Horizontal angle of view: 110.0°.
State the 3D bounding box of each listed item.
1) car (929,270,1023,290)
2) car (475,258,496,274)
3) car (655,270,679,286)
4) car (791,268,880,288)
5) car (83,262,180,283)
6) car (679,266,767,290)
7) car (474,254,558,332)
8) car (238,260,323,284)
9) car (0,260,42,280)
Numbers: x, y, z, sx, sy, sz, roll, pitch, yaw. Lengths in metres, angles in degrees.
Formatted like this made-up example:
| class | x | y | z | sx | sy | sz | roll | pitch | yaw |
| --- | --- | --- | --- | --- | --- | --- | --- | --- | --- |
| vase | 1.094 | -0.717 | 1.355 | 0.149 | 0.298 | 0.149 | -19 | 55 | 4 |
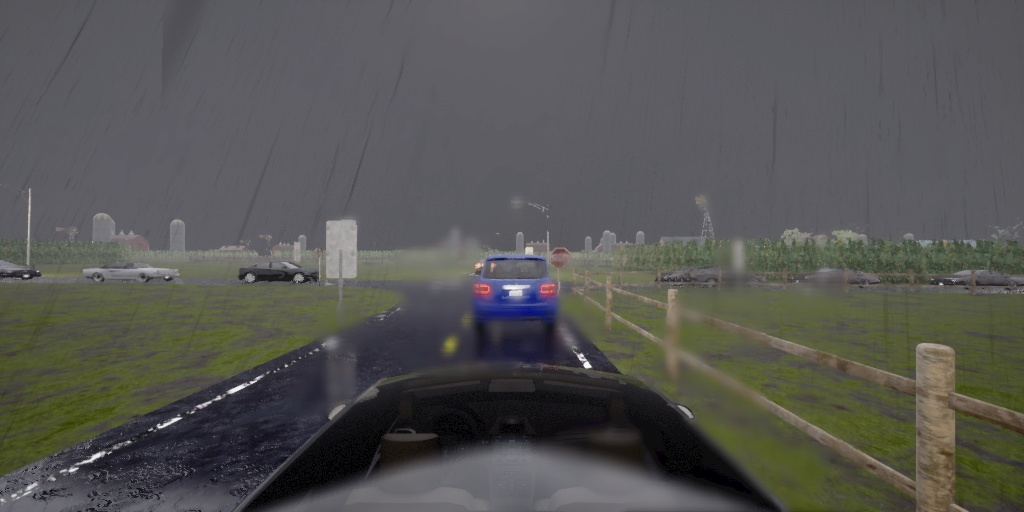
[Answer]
| class | x | y | z | sx | sy | sz | roll | pitch | yaw |
| --- | --- | --- | --- | --- | --- | --- | --- | --- | --- |
| car | 34.563 | 1.740 | 26.631 | 5.357 | 1.411 | 2.033 | 1 | -1 | 0 |
| car | -2.913 | 1.090 | 40.695 | 2.097 | 1.767 | 4.553 | 0 | 0 | 0 |
| car | 13.577 | 1.489 | 26.655 | 5.357 | 1.411 | 2.033 | 1 | -1 | -1 |
| car | 23.987 | 1.612 | 26.656 | 5.357 | 1.411 | 2.033 | 1 | -1 | 0 |
| car | -25.097 | 1.072 | 23.795 | 4.718 | 1.301 | 1.895 | 1 | -1 | 0 |
| car | 14.084 | 1.411 | 23.712 | 4.892 | 1.490 | 1.837 | 1 | 0 | 0 |
| car | 0.060 | 0.973 | 11.048 | 2.150 | 2.045 | 5.566 | 0 | 0 | -1 |
| car | -15.288 | 1.053 | 23.824 | 5.008 | 1.535 | 1.882 | 0 | -1 | -1 |
| car | -34.875 | 0.918 | 23.817 | 5.357 | 1.411 | 2.033 | 1 | -1 | 0 |
